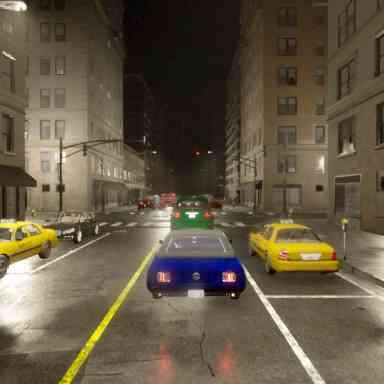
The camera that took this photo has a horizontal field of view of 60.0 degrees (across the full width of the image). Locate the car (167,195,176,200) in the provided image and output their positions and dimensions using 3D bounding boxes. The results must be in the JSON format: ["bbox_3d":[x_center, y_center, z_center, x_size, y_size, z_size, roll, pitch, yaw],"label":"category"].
[{"bbox_3d":[-5.615,1.591,91.973,2.008,1.369,4.403,0,0,0],"label":"car"}]

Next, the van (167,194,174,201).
[{"bbox_3d":[-5.618,1.377,86.473,1.690,1.788,3.998,0,0,0],"label":"van"}]

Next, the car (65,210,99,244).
[{"bbox_3d":[-5.660,1.552,15.687,2.008,1.369,4.403,0,0,0],"label":"car"}]

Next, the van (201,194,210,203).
[{"bbox_3d":[2.897,1.368,69.963,1.690,1.788,3.998,0,0,0],"label":"van"}]

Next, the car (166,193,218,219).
[{"bbox_3d":[0.011,1.224,18.153,2.150,2.045,5.566,0,0,0],"label":"car"}]

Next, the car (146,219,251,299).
[{"bbox_3d":[0.087,1.601,8.387,1.895,1.301,4.718,0,0,0],"label":"car"}]

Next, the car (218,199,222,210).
[{"bbox_3d":[2.881,1.557,42.456,1.887,1.381,4.507,0,0,0],"label":"car"}]

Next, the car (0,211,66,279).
[{"bbox_3d":[-5.663,1.526,9.992,1.752,1.417,4.829,0,0,0],"label":"car"}]

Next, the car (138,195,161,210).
[{"bbox_3d":[-5.645,1.328,42.462,2.192,1.841,5.009,0,0,0],"label":"car"}]

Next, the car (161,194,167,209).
[{"bbox_3d":[-3.081,1.236,43.338,2.150,2.045,5.566,0,0,0],"label":"car"}]

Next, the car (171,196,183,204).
[{"bbox_3d":[-2.994,1.516,65.939,2.128,1.511,4.902,0,0,1],"label":"car"}]

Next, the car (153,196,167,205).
[{"bbox_3d":[-5.635,1.462,58.965,1.967,1.590,4.097,0,0,0],"label":"car"}]

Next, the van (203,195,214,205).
[{"bbox_3d":[2.891,1.363,58.960,1.690,1.788,3.998,0,0,0],"label":"van"}]

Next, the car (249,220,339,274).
[{"bbox_3d":[2.862,1.526,10.326,1.752,1.417,4.829,0,0,0],"label":"car"}]

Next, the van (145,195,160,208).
[{"bbox_3d":[-5.641,1.357,47.962,1.690,1.788,3.998,0,0,0],"label":"van"}]

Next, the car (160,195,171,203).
[{"bbox_3d":[-5.628,1.467,69.968,1.967,1.590,4.097,0,0,0],"label":"car"}]

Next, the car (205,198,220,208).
[{"bbox_3d":[2.885,1.582,47.957,1.947,1.339,4.313,0,0,0],"label":"car"}]
